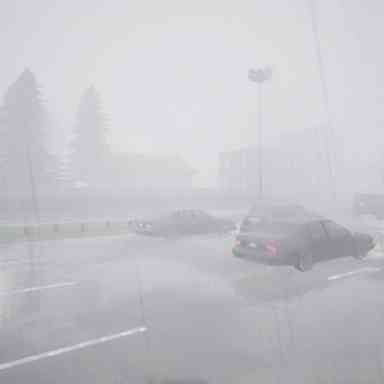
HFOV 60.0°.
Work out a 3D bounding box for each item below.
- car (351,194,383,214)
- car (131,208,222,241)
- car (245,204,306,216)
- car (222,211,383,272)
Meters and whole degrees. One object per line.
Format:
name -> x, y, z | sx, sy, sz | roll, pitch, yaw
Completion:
car -> 15.537, 1.149, 27.721 | 5.566, 2.045, 2.150 | 0, 0, -35
car -> -0.269, 1.524, 16.450 | 5.357, 1.411, 2.033 | 0, 0, -35
car -> 4.412, 1.321, 15.489 | 4.553, 1.767, 2.097 | 0, 0, -35
car -> 3.734, 1.524, 10.704 | 5.357, 1.411, 2.033 | 0, 0, -36
